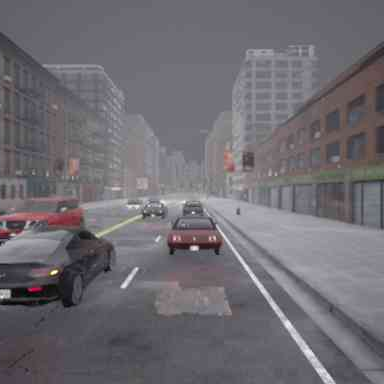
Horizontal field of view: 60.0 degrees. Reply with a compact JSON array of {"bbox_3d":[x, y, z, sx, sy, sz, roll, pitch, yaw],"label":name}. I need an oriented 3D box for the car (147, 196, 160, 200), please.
[{"bbox_3d":[-6.546,1.509,56.938,1.837,1.490,4.892,0,0,1],"label":"car"}]

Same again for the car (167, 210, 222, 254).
[{"bbox_3d":[0.087,1.604,13.468,1.895,1.301,4.718,0,0,0],"label":"car"}]

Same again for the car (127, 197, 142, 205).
[{"bbox_3d":[-9.795,1.569,56.982,1.994,1.385,4.181,0,0,1],"label":"car"}]

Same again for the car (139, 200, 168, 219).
[{"bbox_3d":[-3.150,1.607,29.128,1.895,1.301,4.718,0,0,0],"label":"car"}]

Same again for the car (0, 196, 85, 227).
[{"bbox_3d":[-6.599,1.225,15.116,2.150,2.045,5.566,0,0,0],"label":"car"}]

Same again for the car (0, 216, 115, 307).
[{"bbox_3d":[-3.151,1.528,7.829,1.812,1.442,4.674,0,0,0],"label":"car"}]

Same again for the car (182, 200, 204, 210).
[{"bbox_3d":[0.099,1.511,30.731,1.837,1.490,4.892,0,0,0],"label":"car"}]
